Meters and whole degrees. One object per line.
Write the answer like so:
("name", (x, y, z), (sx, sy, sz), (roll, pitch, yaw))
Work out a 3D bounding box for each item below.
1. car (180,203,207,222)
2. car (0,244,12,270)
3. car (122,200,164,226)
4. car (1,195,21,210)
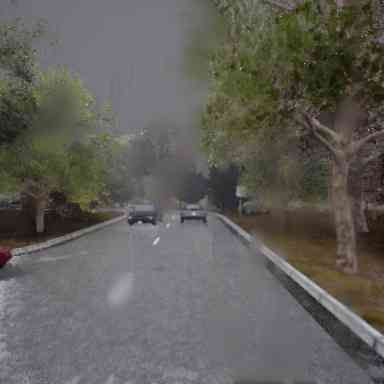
("car", (0.053, 1.560, 26.065), (1.994, 1.385, 4.181), (0, 0, -2))
("car", (-6.828, 1.690, 7.367), (1.895, 1.301, 4.718), (-1, 2, 43))
("car", (-3.143, 1.529, 23.550), (2.033, 1.411, 5.357), (0, 0, 3))
("car", (-22.596, 1.304, 44.241), (5.566, 2.045, 2.150), (0, -1, 1))
